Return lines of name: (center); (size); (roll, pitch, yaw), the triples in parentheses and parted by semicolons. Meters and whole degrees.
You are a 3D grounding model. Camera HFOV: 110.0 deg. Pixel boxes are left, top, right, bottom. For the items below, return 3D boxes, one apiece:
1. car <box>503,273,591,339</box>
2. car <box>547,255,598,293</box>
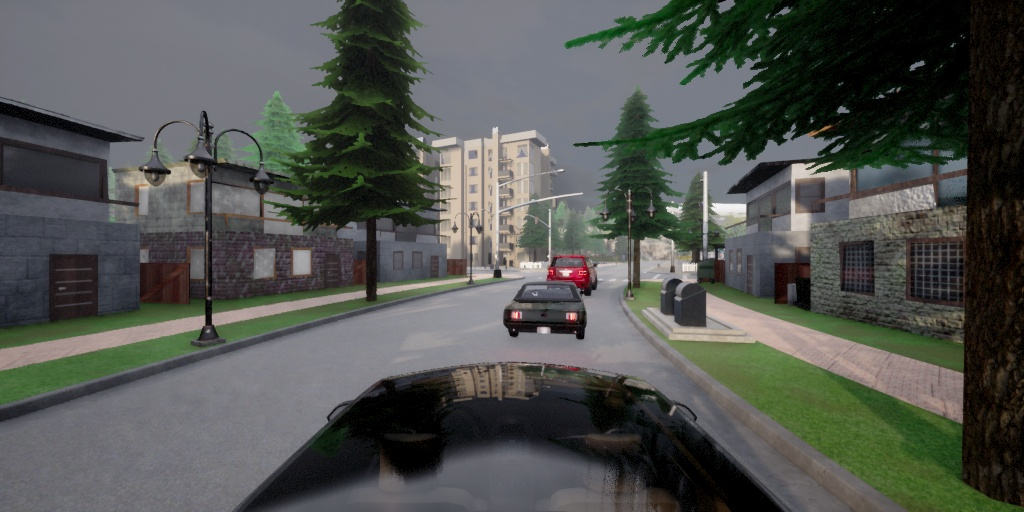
car: (1.073, 1.351, 10.100); (1.895, 1.301, 4.718); (0, 0, 9)
car: (3.370, 0.971, 19.596); (2.150, 2.045, 5.566); (0, 0, 18)
